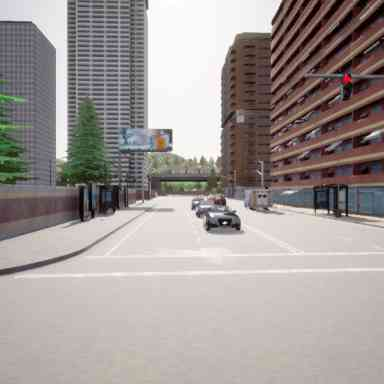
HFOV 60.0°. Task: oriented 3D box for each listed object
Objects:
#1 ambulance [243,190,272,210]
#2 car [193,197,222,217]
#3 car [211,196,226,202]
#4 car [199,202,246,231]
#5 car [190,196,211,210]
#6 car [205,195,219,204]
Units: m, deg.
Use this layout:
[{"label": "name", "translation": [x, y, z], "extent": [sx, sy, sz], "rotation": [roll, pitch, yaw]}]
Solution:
[{"label": "ambulance", "translation": [7.939, 0.967, 41.160], "extent": [2.351, 2.431, 6.366], "rotation": [0, 0, -3]}, {"label": "car", "translation": [1.316, 1.484, 30.380], "extent": [1.812, 1.442, 4.674], "rotation": [0, 0, -3]}, {"label": "car", "translation": [4.075, 1.401, 50.478], "extent": [1.882, 1.535, 5.008], "rotation": [0, 0, -2]}, {"label": "car", "translation": [1.742, 1.538, 20.466], "extent": [1.994, 1.385, 4.181], "rotation": [0, 0, -3]}, {"label": "car", "translation": [0.856, 1.446, 40.908], "extent": [1.837, 1.490, 4.892], "rotation": [0, 0, -2]}, {"label": "car", "translation": [3.594, 1.386, 60.294], "extent": [1.882, 1.535, 5.008], "rotation": [0, 0, -3]}]
